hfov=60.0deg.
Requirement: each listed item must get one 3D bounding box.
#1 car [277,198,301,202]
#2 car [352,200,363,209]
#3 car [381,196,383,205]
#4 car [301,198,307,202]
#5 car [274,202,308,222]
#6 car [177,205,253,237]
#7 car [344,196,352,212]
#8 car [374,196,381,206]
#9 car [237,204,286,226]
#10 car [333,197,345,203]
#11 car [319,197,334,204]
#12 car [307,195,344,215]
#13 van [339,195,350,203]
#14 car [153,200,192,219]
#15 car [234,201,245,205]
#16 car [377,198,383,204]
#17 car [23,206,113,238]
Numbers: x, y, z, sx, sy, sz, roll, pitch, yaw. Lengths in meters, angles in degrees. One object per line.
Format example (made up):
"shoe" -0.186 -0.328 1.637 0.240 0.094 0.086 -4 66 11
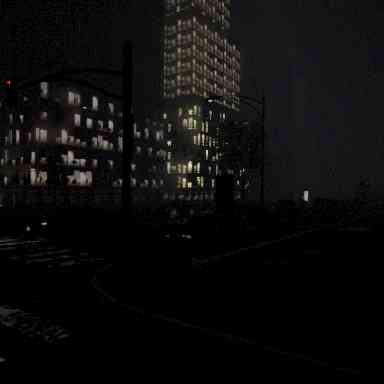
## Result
"car" 12.094 1.680 43.391 1.837 1.490 4.892 1 1 37
"car" 25.031 1.773 51.227 1.967 1.590 4.097 1 0 36
"car" 41.530 1.784 73.547 2.192 1.841 5.009 1 0 36
"car" 18.189 1.727 56.070 1.752 1.417 4.829 1 0 36
"car" 7.964 1.779 27.922 1.802 1.307 4.206 1 0 36
"car" 1.449 1.696 19.106 2.008 1.369 4.403 1 0 36
"car" 18.474 1.720 42.271 1.967 1.590 4.097 1 0 36
"car" 35.029 1.940 64.756 1.752 1.417 4.829 1 0 36
"car" 4.707 1.737 23.514 1.947 1.339 4.313 1 0 36
"car" 34.686 1.862 78.390 1.752 1.417 4.829 1 0 36
"car" 28.188 1.849 69.598 1.947 1.339 4.313 1 0 36
"car" 15.202 1.569 37.786 2.192 1.841 5.009 1 0 36
"van" 38.088 1.706 82.991 1.690 1.788 3.998 1 0 36
"car" -1.608 1.481 29.500 1.967 1.590 4.097 1 0 36
"car" 3.802 1.601 32.234 2.128 1.511 4.902 1 0 37
"car" 44.826 2.047 78.012 2.008 1.369 4.403 1 0 36
"car" -6.524 1.520 18.047 2.128 1.511 4.902 1 0 34
